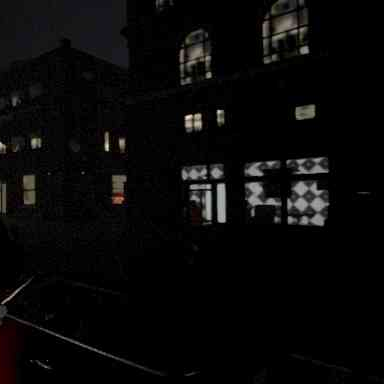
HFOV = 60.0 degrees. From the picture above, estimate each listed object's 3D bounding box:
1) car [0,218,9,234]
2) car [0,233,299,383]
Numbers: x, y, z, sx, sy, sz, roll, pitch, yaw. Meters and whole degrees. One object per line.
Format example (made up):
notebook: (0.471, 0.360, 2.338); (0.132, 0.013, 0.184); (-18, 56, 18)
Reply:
car: (-5.521, 1.316, 6.834); (5.009, 1.841, 2.192); (0, -1, 36)
car: (-1.063, 1.441, 3.650); (4.097, 1.590, 1.967); (0, -1, 36)
